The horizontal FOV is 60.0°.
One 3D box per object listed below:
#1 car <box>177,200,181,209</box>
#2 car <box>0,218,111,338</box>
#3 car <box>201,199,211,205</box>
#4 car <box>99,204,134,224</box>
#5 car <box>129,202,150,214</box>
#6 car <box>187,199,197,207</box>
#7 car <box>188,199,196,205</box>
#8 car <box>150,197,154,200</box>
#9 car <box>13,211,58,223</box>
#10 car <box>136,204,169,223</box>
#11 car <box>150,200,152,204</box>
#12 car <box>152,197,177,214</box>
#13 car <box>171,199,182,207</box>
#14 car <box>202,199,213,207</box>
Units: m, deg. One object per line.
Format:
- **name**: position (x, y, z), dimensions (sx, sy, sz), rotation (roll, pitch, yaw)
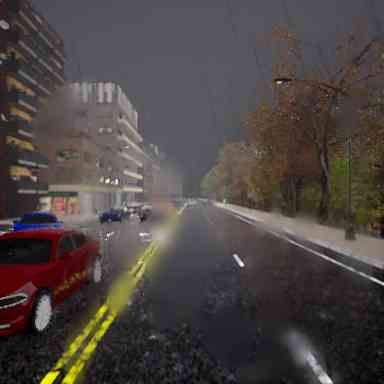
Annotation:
- **car**: position (-3.330, 2.162, 56.139), dimensions (1.812, 1.442, 4.674), rotation (0, -1, 0)
- **car**: position (-3.351, 1.557, 7.051), dimensions (1.882, 1.535, 5.008), rotation (0, -1, 0)
- **car**: position (3.246, 2.352, 78.868), dimensions (2.033, 1.411, 5.357), rotation (0, -1, 0)
- **car**: position (-6.599, 1.973, 28.936), dimensions (1.895, 1.301, 4.718), rotation (0, 0, 0)
- **car**: position (-6.601, 1.927, 38.668), dimensions (2.128, 1.511, 4.902), rotation (0, -1, 0)
- **car**: position (-0.004, 2.382, 68.897), dimensions (1.895, 1.301, 4.718), rotation (0, -1, 0)
- **car**: position (-0.004, 2.408, 78.898), dimensions (1.895, 1.301, 4.718), rotation (0, -1, 0)
- **car**: position (-6.553, 1.930, 62.095), dimensions (2.150, 2.045, 5.566), rotation (0, -1, 1)
- **car**: position (-7.046, 1.681, 15.420), dimensions (1.882, 1.535, 5.008), rotation (2, -2, -22)
- **car**: position (-3.359, 1.964, 28.991), dimensions (1.895, 1.301, 4.718), rotation (0, 0, 0)
- **car**: position (-6.600, 2.143, 47.981), dimensions (1.895, 1.301, 4.718), rotation (0, -1, 0)
- **car**: position (-3.351, 1.825, 41.829), dimensions (2.097, 1.767, 4.553), rotation (0, -1, 0)
- **car**: position (-3.254, 2.322, 70.601), dimensions (2.033, 1.411, 5.357), rotation (0, -1, 0)
- **car**: position (3.246, 2.380, 68.898), dimensions (1.895, 1.301, 4.718), rotation (0, -1, 0)
